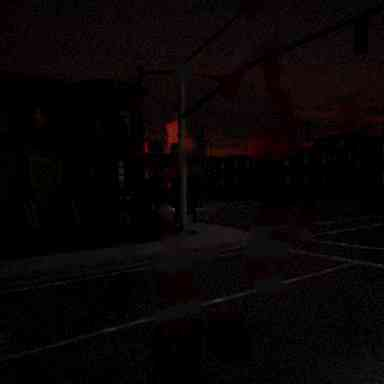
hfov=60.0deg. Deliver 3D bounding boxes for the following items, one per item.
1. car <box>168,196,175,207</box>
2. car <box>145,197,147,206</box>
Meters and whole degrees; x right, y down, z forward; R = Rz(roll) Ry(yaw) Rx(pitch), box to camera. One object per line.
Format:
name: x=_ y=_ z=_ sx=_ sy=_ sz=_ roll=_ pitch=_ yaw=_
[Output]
car: x=-3.026 y=1.164 z=38.899 sx=1.994 sy=1.385 sz=4.181 roll=-1 pitch=1 yaw=-35
car: x=-5.682 y=1.195 z=36.609 sx=1.812 sy=1.442 sz=4.674 roll=-1 pitch=1 yaw=-35
